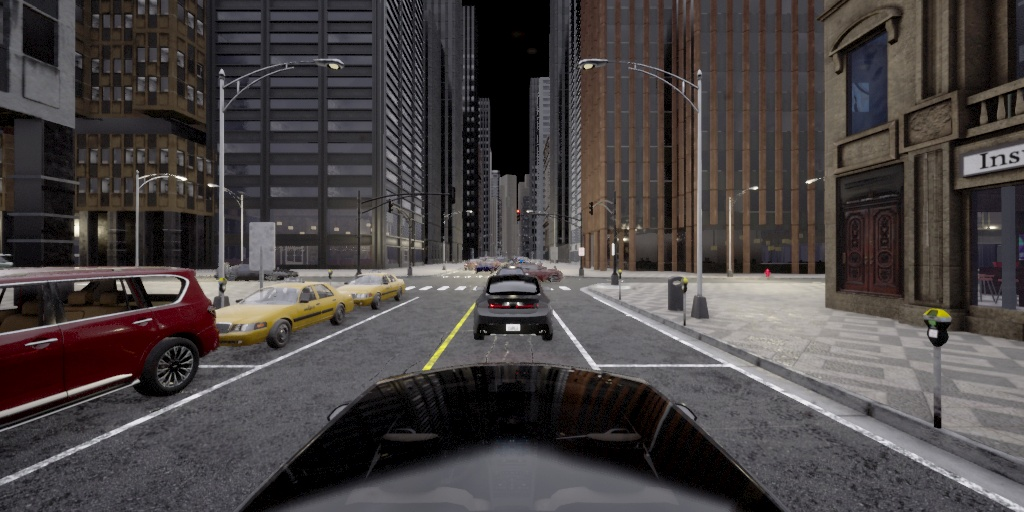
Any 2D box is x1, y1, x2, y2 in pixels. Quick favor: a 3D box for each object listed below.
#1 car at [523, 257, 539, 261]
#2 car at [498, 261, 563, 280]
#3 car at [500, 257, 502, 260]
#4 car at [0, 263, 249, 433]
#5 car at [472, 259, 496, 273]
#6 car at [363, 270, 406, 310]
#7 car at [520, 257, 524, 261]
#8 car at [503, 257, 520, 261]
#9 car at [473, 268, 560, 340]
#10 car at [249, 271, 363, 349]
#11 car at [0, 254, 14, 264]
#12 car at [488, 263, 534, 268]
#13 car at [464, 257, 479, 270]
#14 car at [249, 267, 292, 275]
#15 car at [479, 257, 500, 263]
[{"bbox_3d":[2.662,1.196,41.816,1.967,1.591,4.097,0,0,0],"label":"car"},{"bbox_3d":[1.458,1.284,26.810,4.674,1.442,1.812,0,0,-1],"label":"car"},{"bbox_3d":[-3.222,1.116,61.974,2.097,1.767,4.553,0,0,0],"label":"car"},{"bbox_3d":[-5.767,1.065,3.797,2.192,1.841,5.009,0,0,0],"label":"car"},{"bbox_3d":[-3.192,1.357,42.330,1.895,1.301,4.718,0,0,0],"label":"car"},{"bbox_3d":[-5.795,1.276,14.830,1.751,1.417,4.829,0,0,0],"label":"car"},{"bbox_3d":[2.620,1.312,58.643,2.007,1.370,4.403,0,0,0],"label":"car"},{"bbox_3d":[-0.057,1.285,52.696,1.812,1.442,4.674,0,0,0],"label":"car"},{"bbox_3d":[0.036,1.255,9.924,1.837,1.490,4.892,0,0,0],"label":"car"},{"bbox_3d":[-5.780,1.276,9.229,1.751,1.417,4.829,0,0,0],"label":"car"},{"bbox_3d":[-37.918,0.858,26.478,5.566,2.045,2.150,0,0,0],"label":"car"},{"bbox_3d":[-0.046,1.298,20.253,2.033,1.411,5.357,0,0,0],"label":"car"},{"bbox_3d":[-5.891,1.199,52.994,1.967,1.591,4.097,0,0,0],"label":"car"},{"bbox_3d":[-18.877,1.241,26.634,5.357,1.411,2.033,0,0,-1],"label":"car"},{"bbox_3d":[-3.213,1.111,52.024,2.097,1.767,4.553,0,0,0],"label":"car"}]
